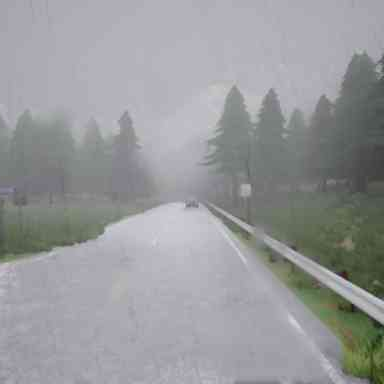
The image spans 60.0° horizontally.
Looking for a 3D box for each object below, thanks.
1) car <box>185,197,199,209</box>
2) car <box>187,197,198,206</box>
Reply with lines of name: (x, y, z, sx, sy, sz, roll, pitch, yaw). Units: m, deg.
car: (0.012, 1.706, 48.746, 1.895, 1.301, 4.718, 0, 0, 0)
car: (0.014, 1.628, 58.709, 1.837, 1.490, 4.892, 0, 0, 0)
